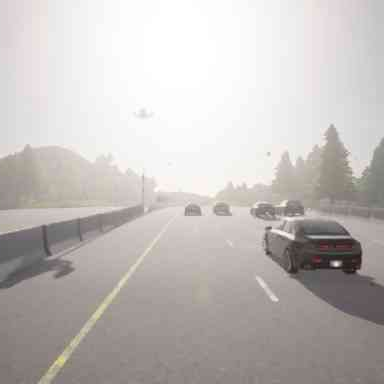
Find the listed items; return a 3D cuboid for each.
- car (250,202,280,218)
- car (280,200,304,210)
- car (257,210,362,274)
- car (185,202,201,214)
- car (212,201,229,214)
[{"bbox_3d":[7.091,1.765,33.713,1.837,1.490,4.892,0,-1,0],"label":"car"},{"bbox_3d":[10.590,1.648,36.326,2.097,1.767,4.553,0,-1,0],"label":"car"},{"bbox_3d":[3.598,1.542,10.716,1.837,1.490,4.892,0,0,0],"label":"car"},{"bbox_3d":[0.085,1.977,41.578,1.994,1.385,4.181,0,-1,0],"label":"car"},{"bbox_3d":[3.595,1.908,42.227,1.882,1.535,5.008,0,-1,0],"label":"car"}]
